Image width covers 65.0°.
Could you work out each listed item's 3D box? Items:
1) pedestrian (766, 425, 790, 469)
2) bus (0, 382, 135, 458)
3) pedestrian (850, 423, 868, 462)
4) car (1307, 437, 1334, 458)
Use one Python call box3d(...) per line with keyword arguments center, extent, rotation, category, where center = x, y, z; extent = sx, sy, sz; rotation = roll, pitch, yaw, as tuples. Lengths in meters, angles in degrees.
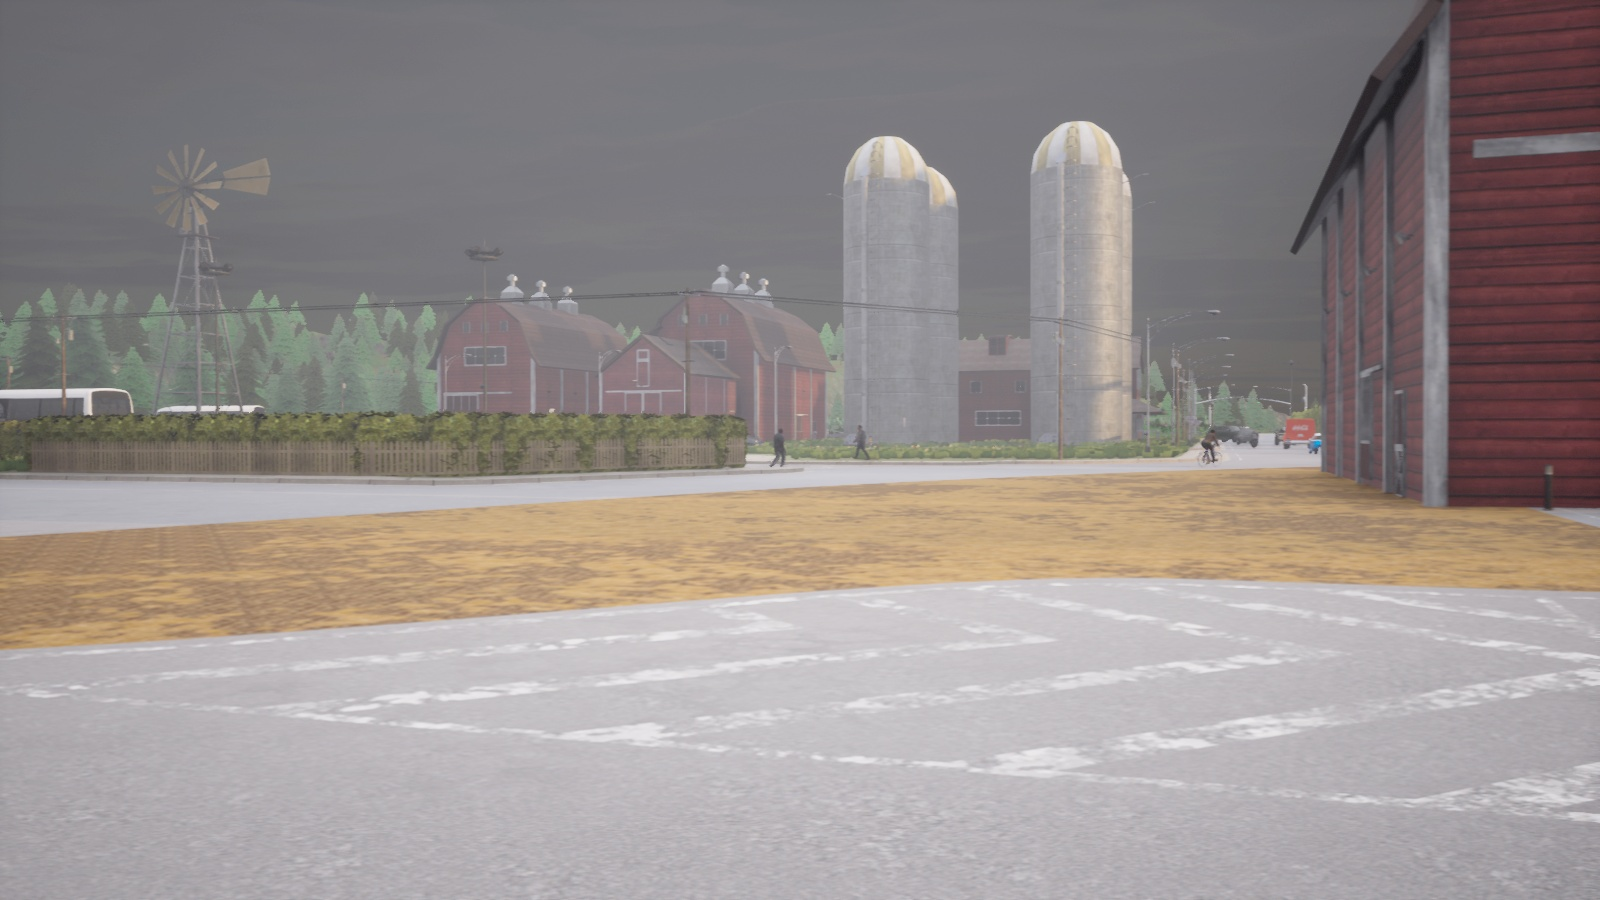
box3d(center=(-0.956, -0.124, 54.434), extent=(0.849, 1.883, 0.563), rotation=(-1, 1, -43), category="pedestrian")
box3d(center=(-44.574, -1.755, 73.496), extent=(10.273, 4.253, 3.944), rotation=(1, 1, 18), category="bus")
box3d(center=(3.000, -0.387, 63.662), extent=(0.788, 1.949, 0.423), rotation=(1, 1, 18), category="pedestrian")
box3d(center=(34.108, -0.170, 82.371), extent=(1.481, 1.376, 2.207), rotation=(1, 1, 18), category="car")
